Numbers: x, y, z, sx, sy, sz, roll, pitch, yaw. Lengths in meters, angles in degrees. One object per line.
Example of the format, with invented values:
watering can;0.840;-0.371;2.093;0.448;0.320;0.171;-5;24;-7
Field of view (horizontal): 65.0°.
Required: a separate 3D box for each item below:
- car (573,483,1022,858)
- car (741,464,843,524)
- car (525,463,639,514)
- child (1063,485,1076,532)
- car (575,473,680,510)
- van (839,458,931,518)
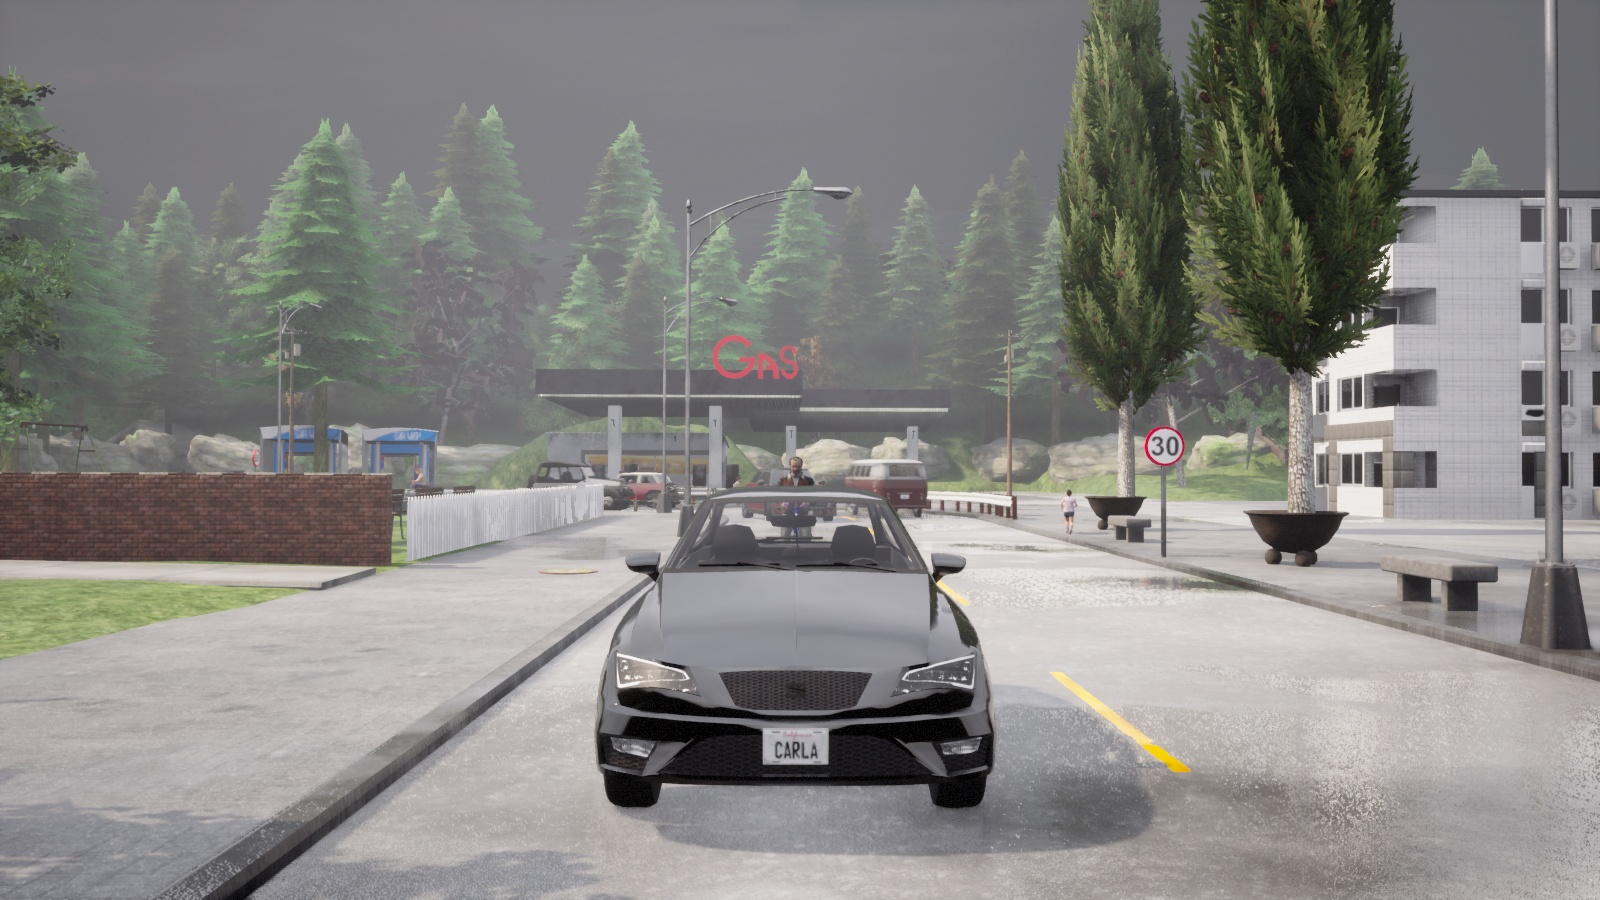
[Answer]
car;-0.019;0.949;7.198;1.816;1.474;4.193;0;-1;0
car;-0.341;1.337;39.497;2.097;1.767;4.553;0;-1;-15
car;-8.155;1.434;47.192;3.866;1.878;1.905;0;-1;4
child;6.372;1.376;29.706;0.255;1.110;0.394;-1;-1;16
car;-6.985;1.664;51.026;3.806;1.475;1.970;0;-1;13
van;2.874;1.287;43.513;1.775;1.987;4.442;0;-1;-16
